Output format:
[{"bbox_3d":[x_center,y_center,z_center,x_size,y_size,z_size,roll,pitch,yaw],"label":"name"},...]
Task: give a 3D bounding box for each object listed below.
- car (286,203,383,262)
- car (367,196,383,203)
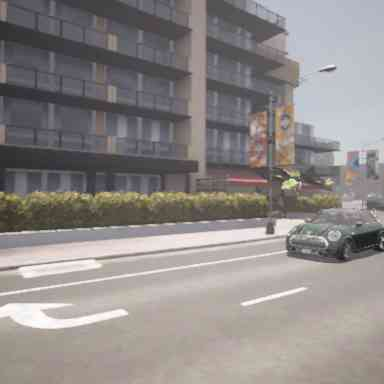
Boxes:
[{"bbox_3d":[5.593,1.451,12.783,4.553,1.767,2.097,1,0,-41],"label":"car"},{"bbox_3d":[27.327,1.642,48.277,2.150,2.045,5.566,1,0,8],"label":"car"}]
